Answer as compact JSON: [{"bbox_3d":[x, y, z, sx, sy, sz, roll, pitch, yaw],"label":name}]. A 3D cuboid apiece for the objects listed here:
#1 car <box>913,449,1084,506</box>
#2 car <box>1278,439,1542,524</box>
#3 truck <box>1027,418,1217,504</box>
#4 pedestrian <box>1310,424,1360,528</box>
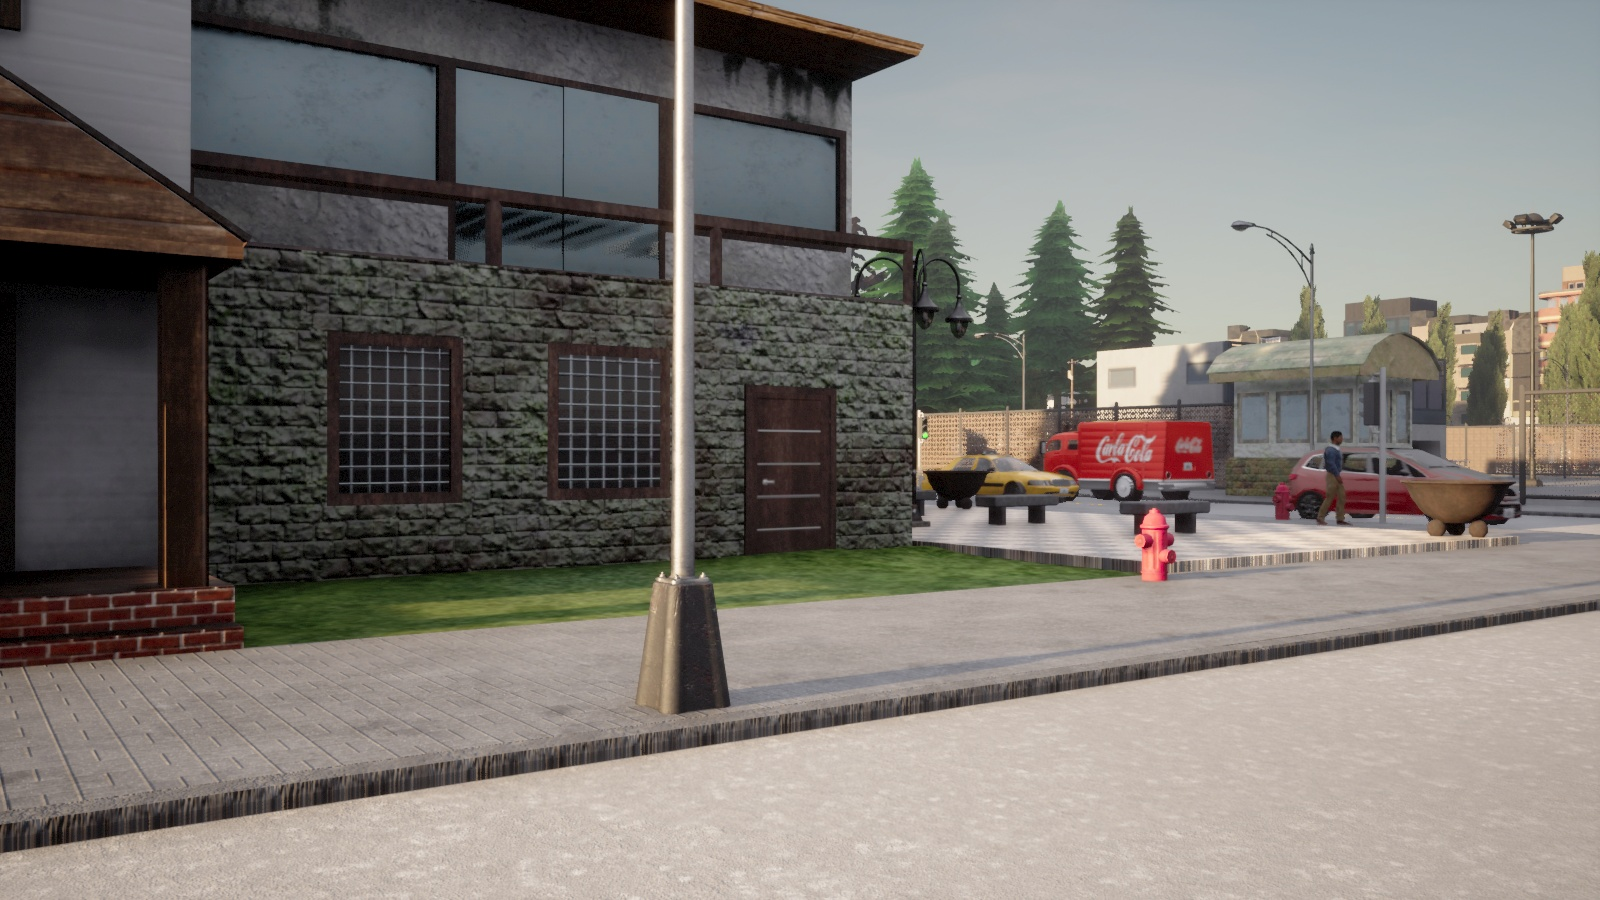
[{"bbox_3d":[5.806,0.763,37.417,1.801,1.575,5.366,0,0,-35],"label":"car"},{"bbox_3d":[13.012,0.628,27.054,2.242,1.667,4.611,0,0,-35],"label":"car"},{"bbox_3d":[9.819,0.330,38.650,2.627,2.467,5.204,0,0,-35],"label":"truck"},{"bbox_3d":[10.221,0.487,24.008,0.788,1.949,0.423,0,0,39],"label":"pedestrian"}]
